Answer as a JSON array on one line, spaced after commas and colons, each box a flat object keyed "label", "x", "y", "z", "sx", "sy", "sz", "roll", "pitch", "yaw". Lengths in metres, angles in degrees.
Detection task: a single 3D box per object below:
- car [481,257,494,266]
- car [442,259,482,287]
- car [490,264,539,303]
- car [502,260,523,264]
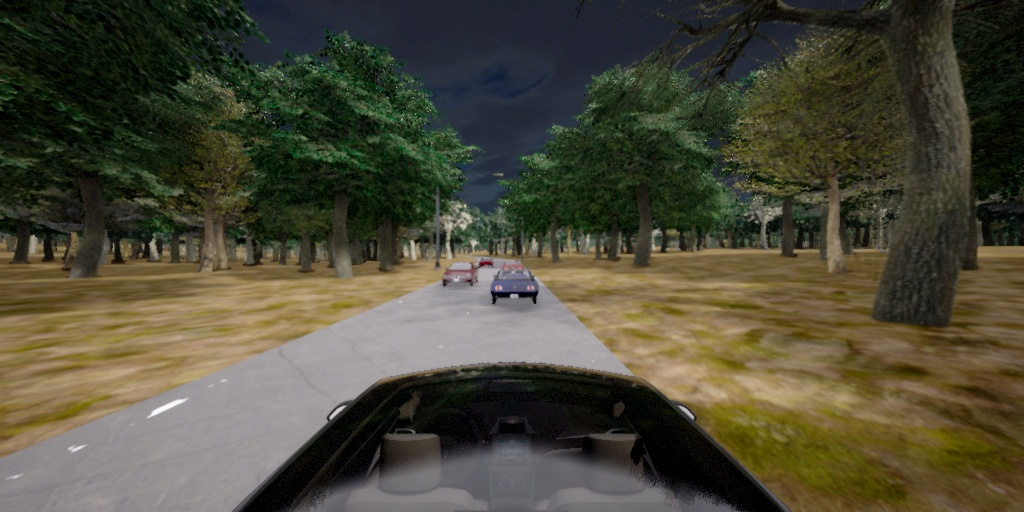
[{"label": "car", "x": -3.320, "y": 0.839, "z": 47.017, "sx": 1.895, "sy": 1.301, "sz": 4.718, "roll": 0, "pitch": 1, "yaw": -2}, {"label": "car", "x": -3.111, "y": 1.058, "z": 22.323, "sx": 1.812, "sy": 1.442, "sz": 4.674, "roll": 0, "pitch": 1, "yaw": 0}, {"label": "car", "x": 0.091, "y": 1.206, "z": 15.722, "sx": 1.895, "sy": 1.301, "sz": 4.718, "roll": 0, "pitch": 1, "yaw": 0}, {"label": "car", "x": 0.067, "y": 1.015, "z": 32.439, "sx": 1.895, "sy": 1.301, "sz": 4.718, "roll": 0, "pitch": 1, "yaw": -1}]
